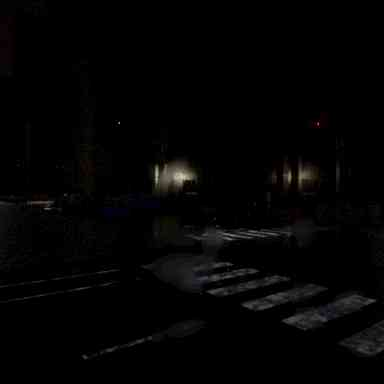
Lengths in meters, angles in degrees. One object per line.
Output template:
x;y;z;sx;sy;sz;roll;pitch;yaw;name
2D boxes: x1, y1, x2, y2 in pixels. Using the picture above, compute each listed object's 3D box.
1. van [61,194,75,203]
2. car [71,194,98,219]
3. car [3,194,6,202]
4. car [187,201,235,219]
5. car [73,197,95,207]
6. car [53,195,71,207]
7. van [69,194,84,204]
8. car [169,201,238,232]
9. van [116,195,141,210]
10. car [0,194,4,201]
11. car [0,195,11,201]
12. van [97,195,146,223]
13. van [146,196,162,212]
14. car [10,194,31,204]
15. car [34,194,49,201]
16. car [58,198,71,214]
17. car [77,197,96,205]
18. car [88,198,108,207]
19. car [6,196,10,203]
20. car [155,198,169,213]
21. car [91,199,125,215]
-24.845;1.325;66.634;1.690;1.788;3.998;0;0;-36;van
-8.622;1.282;29.363;2.192;1.841;5.009;0;0;-36;car
-38.288;1.487;70.756;1.752;1.417;4.829;0;0;-36;car
1.613;1.545;29.715;2.008;1.369;4.403;0;0;-36;car
-16.375;1.501;50.159;1.812;1.442;4.674;0;0;-35;car
-18.784;1.493;48.211;1.812;1.442;4.674;0;0;-35;car
-21.537;1.325;62.019;1.690;1.788;3.998;0;0;-36;van
0.787;1.460;20.421;1.882;1.535;5.008;0;0;-32;car
-8.308;1.325;43.559;1.690;1.788;3.998;0;0;-36;van
-41.694;1.528;75.510;1.947;1.339;4.313;0;0;-36;car
-44.902;1.487;79.985;1.752;1.417;4.829;0;0;-36;car
-5.315;1.312;24.748;1.690;1.788;3.998;0;0;-36;van
-5.001;1.328;38.945;1.690;1.788;3.998;0;0;-36;van
-31.773;1.512;61.665;2.008;1.369;4.403;0;0;-36;car
-38.073;1.300;85.093;2.192;1.841;5.009;0;0;-36;car
-11.930;1.545;33.977;1.802;1.307;4.206;0;0;-36;car
-18.230;1.565;57.403;1.802;1.307;4.206;0;0;-36;car
-14.923;1.565;52.788;1.802;1.307;4.206;0;0;-36;car
-35.080;1.401;66.280;1.967;1.590;4.097;0;0;-36;car
-1.694;1.572;34.330;1.802;1.307;4.206;0;0;-36;car
-8.696;1.498;34.042;1.812;1.442;4.674;0;0;-36;car
